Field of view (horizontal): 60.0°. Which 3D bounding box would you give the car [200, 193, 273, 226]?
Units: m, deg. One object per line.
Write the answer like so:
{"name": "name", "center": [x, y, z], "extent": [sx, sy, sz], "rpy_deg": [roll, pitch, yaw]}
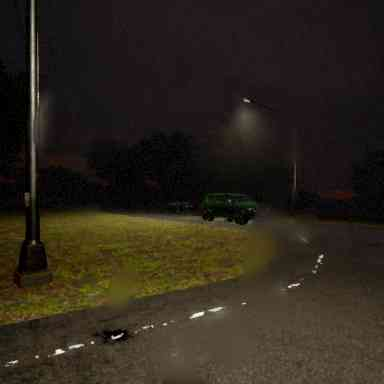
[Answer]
{"name": "car", "center": [2.808, 1.093, 22.327], "extent": [2.150, 2.045, 5.566], "rpy_deg": [4, -3, -35]}

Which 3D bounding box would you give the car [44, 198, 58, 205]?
{"name": "car", "center": [-33.547, 2.134, 79.949], "extent": [2.097, 1.767, 4.553], "rpy_deg": [4, -3, -30]}

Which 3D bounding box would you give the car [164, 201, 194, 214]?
{"name": "car", "center": [-1.673, 1.906, 40.978], "extent": [2.128, 1.511, 4.902], "rpy_deg": [4, -3, -35]}
